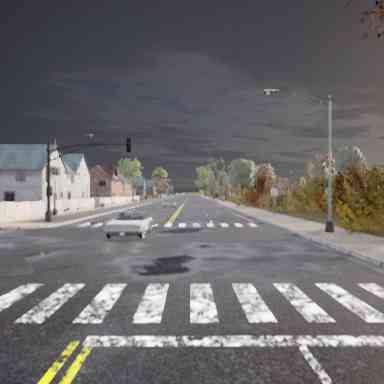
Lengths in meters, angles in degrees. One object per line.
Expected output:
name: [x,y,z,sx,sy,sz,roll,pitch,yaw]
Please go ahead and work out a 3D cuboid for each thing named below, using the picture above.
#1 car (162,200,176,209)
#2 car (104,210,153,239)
car: [-3.388,1.819,50.048,1.895,1.301,4.718,0,0,0]
car: [-3.301,1.694,17.990,1.895,1.301,4.718,0,0,0]
